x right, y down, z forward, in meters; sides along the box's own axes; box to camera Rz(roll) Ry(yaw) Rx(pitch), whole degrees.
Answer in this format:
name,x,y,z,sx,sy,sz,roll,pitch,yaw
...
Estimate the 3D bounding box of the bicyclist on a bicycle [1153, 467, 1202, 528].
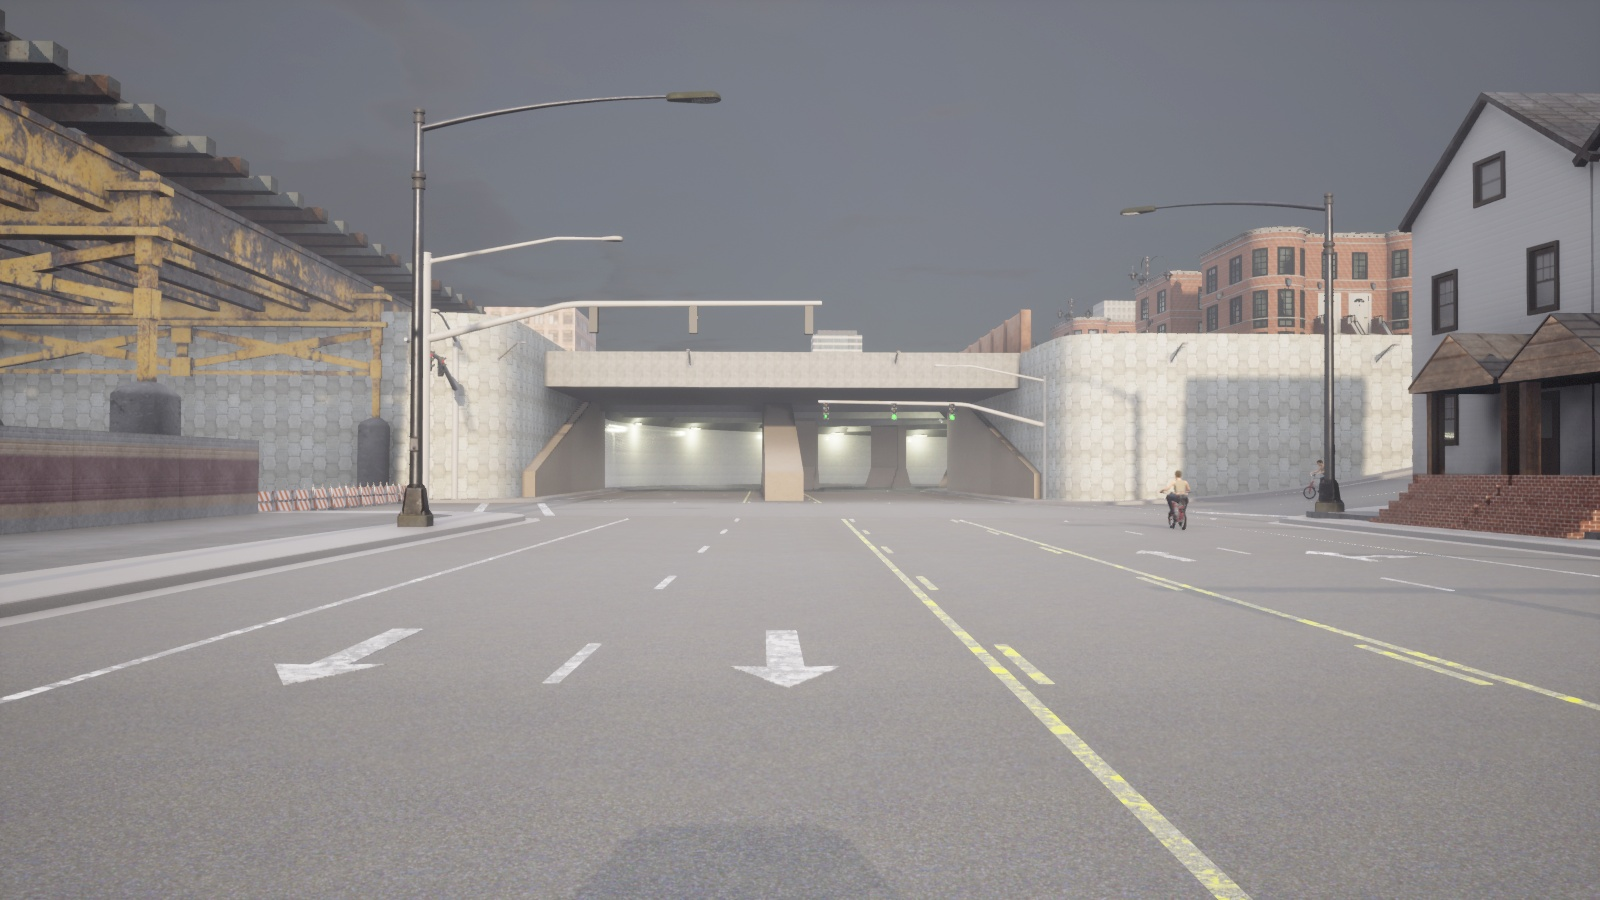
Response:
name,x,y,z,sx,sy,sz,roll,pitch,yaw
bicyclist on a bicycle,10.311,1.285,34.325,0.866,1.612,1.509,0,-1,-1
